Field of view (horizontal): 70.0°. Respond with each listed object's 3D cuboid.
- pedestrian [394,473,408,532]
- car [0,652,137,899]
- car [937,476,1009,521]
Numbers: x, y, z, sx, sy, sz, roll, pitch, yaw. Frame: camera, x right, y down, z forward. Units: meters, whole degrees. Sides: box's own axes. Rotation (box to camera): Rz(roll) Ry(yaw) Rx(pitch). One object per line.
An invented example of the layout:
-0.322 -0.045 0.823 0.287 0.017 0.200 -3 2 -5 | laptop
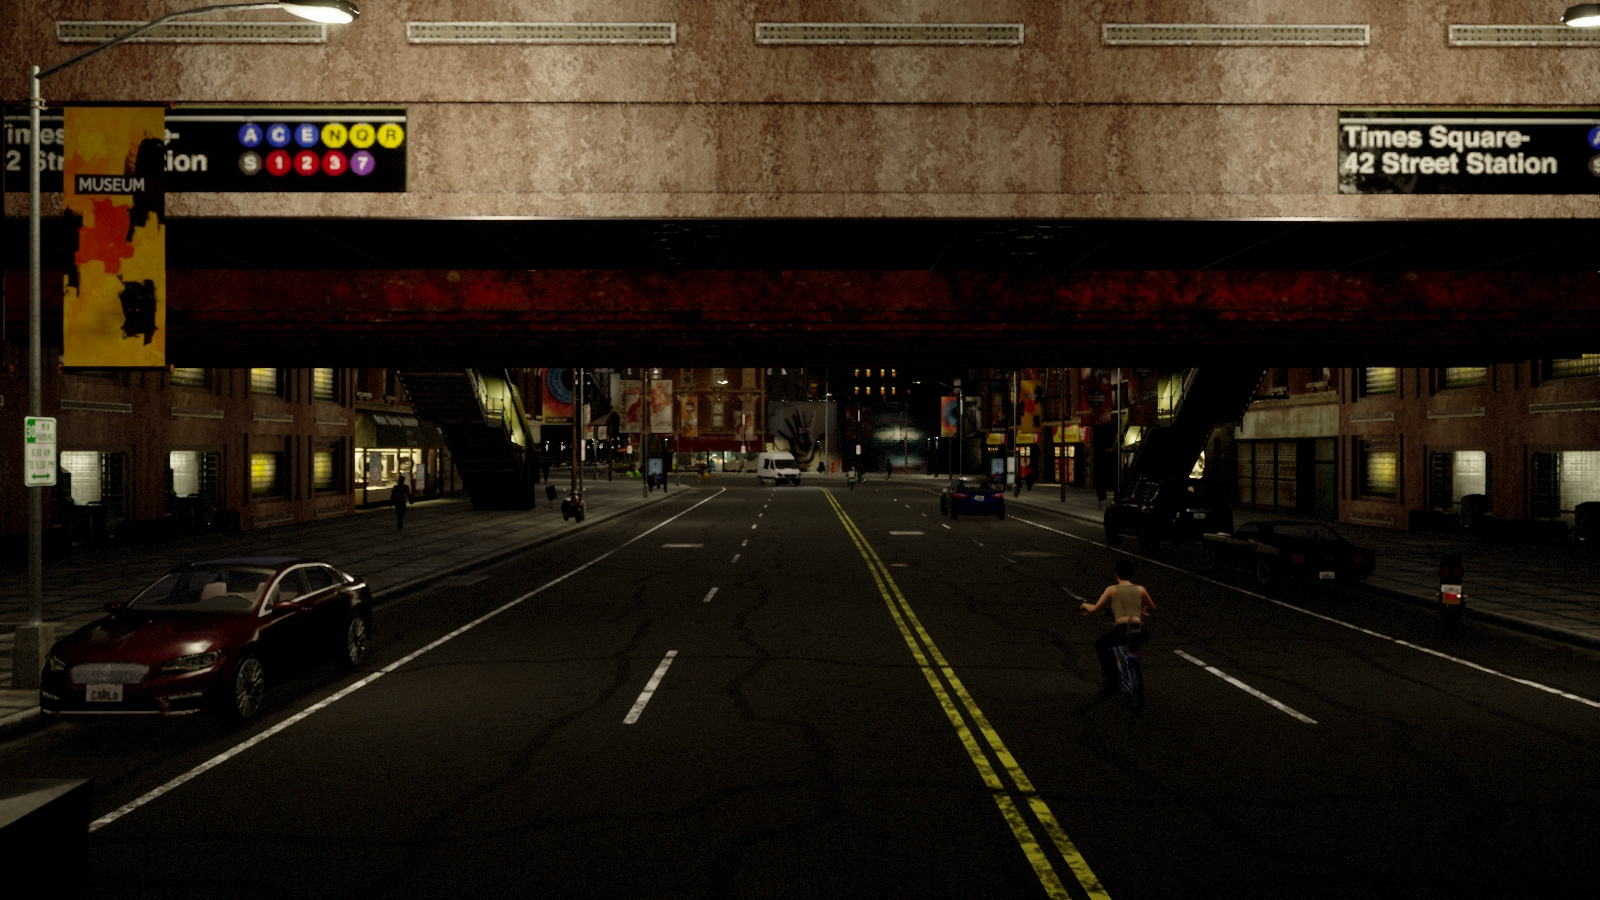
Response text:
-12.815 1.679 36.699 0.375 1.860 0.375 0 0 -10 | pedestrian
-3.491 1.752 0.826 2.390 2.098 6.274 0 0 0 | car
7.073 1.945 47.138 2.242 1.667 4.611 0 0 0 | car
